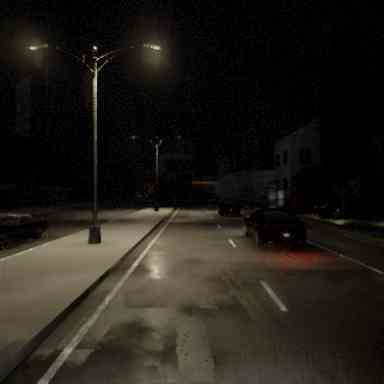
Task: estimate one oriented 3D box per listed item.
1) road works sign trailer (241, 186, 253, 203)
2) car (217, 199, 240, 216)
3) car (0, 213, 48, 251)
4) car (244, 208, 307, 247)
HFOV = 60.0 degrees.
[{"bbox_3d":[12.027,0.460,70.985,2.380,3.560,2.880,0,0,35],"label":"road works sign trailer"},{"bbox_3d":[3.606,1.476,33.093,1.882,1.535,5.008,0,0,0],"label":"car"},{"bbox_3d":[-8.098,1.601,14.312,1.895,1.301,4.718,0,0,0],"label":"car"},{"bbox_3d":[3.602,1.476,15.143,1.882,1.535,5.008,0,0,0],"label":"car"}]
